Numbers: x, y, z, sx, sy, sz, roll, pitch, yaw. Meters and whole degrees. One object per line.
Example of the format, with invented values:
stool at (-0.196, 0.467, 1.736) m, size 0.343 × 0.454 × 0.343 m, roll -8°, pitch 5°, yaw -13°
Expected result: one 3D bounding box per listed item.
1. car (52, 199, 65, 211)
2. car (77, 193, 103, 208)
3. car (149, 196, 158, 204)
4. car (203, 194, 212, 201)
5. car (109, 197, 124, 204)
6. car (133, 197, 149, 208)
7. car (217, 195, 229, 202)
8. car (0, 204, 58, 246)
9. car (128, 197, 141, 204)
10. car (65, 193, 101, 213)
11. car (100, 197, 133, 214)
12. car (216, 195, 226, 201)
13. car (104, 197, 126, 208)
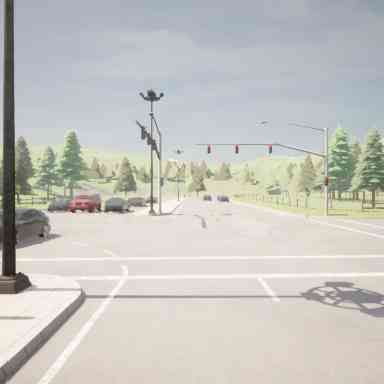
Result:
car at (-15.073, 1.563, 38.663) m, size 1.994 × 1.385 × 4.181 m, roll 0°, pitch 0°, yaw -2°
car at (-15.046, 1.223, 49.553) m, size 2.150 × 2.045 × 5.566 m, roll 0°, pitch 0°, yaw 0°
car at (-7.960, 1.547, 66.002) m, size 2.033 × 1.411 × 5.357 m, roll 0°, pitch 0°, yaw 1°
car at (3.832, 1.355, 84.055) m, size 2.097 × 1.767 × 4.553 m, roll 0°, pitch 0°, yaw 2°
car at (-14.950, 1.601, 66.164) m, size 1.895 × 1.301 × 4.718 m, roll 0°, pitch 0°, yaw 0°
car at (-8.044, 1.504, 49.413) m, size 1.837 × 1.490 × 4.892 m, roll 0°, pitch 0°, yaw 0°
car at (7.112, 1.478, 73.908) m, size 1.882 × 1.535 × 5.008 m, roll 0°, pitch 0°, yaw 1°
car at (-8.086, 1.505, 14.955) m, size 1.837 × 1.490 × 4.892 m, roll 0°, pitch 0°, yaw 0°
car at (-11.453, 1.601, 66.501) m, size 1.895 × 1.301 × 4.718 m, roll 0°, pitch 0°, yaw 1°
car at (-11.563, 1.219, 36.637) m, size 2.150 × 2.045 × 5.566 m, roll 0°, pitch 0°, yaw 0°
car at (-8.063, 1.477, 35.860) m, size 1.882 × 1.535 × 5.008 m, roll 0°, pitch 0°, yaw 0°
car at (7.340, 1.525, 84.312) m, size 2.128 × 1.511 × 4.902 m, roll 0°, pitch 0°, yaw 2°
car at (-11.545, 1.491, 50.070) m, size 2.128 × 1.511 × 4.902 m, roll 0°, pitch 0°, yaw 0°
